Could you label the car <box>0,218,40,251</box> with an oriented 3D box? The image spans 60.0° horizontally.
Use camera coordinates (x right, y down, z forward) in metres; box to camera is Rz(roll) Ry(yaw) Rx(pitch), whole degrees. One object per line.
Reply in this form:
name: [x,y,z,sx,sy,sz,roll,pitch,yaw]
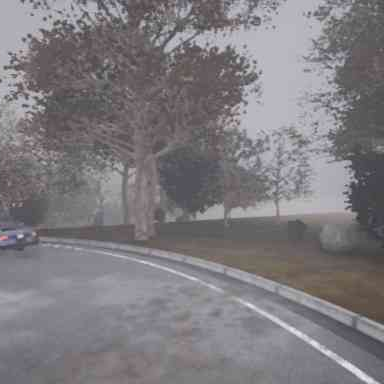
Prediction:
car: [-8.733,1.775,13.643,5.357,1.411,2.033,-2,0,26]
